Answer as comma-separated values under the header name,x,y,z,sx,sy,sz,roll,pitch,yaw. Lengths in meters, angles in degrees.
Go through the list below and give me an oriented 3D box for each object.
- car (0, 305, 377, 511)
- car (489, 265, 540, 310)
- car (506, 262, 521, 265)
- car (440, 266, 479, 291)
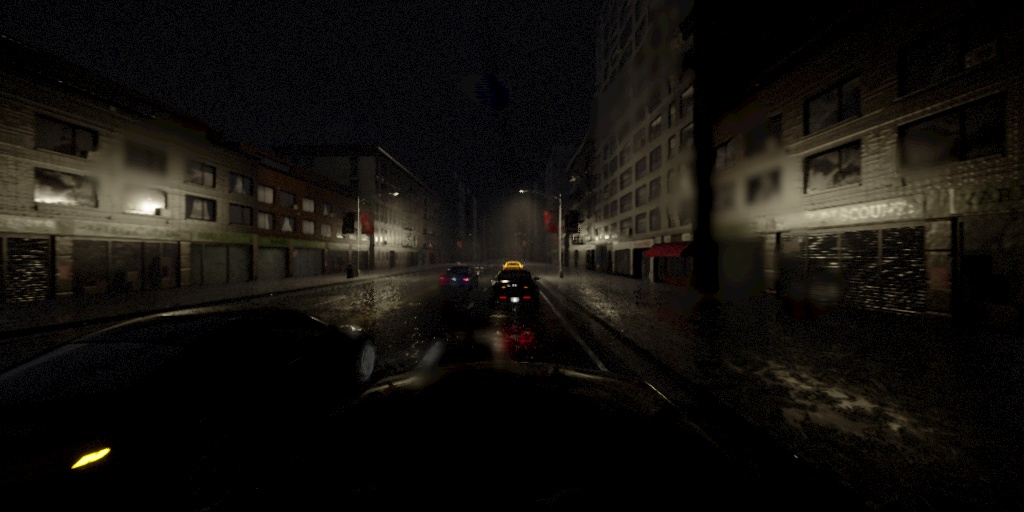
name,x,y,z,sx,sy,sz,roll,pitch,yaw
car,-3.146,1.282,4.039,1.812,1.442,4.674,0,0,0
car,0.104,1.290,15.023,1.837,1.490,4.892,0,0,0
car,0.111,1.319,35.268,1.882,1.535,5.008,0,0,0
car,-3.141,1.352,22.183,2.033,1.411,5.357,0,0,0
